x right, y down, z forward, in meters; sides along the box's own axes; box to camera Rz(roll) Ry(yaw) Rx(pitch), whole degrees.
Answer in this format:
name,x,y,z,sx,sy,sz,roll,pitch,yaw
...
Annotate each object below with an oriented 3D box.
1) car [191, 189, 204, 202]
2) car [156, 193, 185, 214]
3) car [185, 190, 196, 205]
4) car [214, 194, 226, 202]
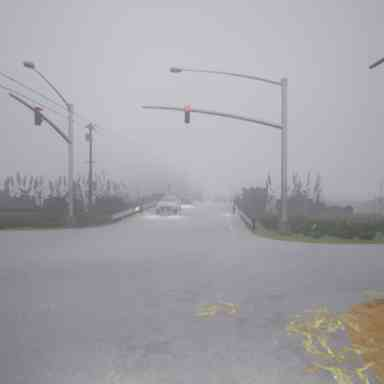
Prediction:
name,x,y,z,sx,sy,sz,roll,pitch,yaw
car,0.570,0.595,53.547,2.150,2.045,5.566,0,-2,8
car,-2.097,1.129,30.796,1.812,1.442,4.674,0,3,5
car,-1.073,0.847,40.757,1.994,1.385,4.181,0,1,6
car,4.979,1.044,58.971,1.882,1.535,5.008,0,-2,7
